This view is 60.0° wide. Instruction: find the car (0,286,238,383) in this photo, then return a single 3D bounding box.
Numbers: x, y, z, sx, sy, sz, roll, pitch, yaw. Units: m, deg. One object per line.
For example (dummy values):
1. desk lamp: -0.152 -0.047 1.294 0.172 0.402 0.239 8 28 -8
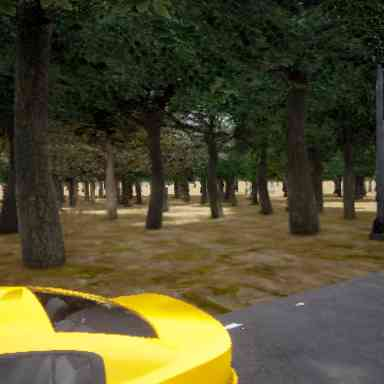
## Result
1. car: -1.965 1.475 1.915 5.008 1.535 1.882 0 0 -35
